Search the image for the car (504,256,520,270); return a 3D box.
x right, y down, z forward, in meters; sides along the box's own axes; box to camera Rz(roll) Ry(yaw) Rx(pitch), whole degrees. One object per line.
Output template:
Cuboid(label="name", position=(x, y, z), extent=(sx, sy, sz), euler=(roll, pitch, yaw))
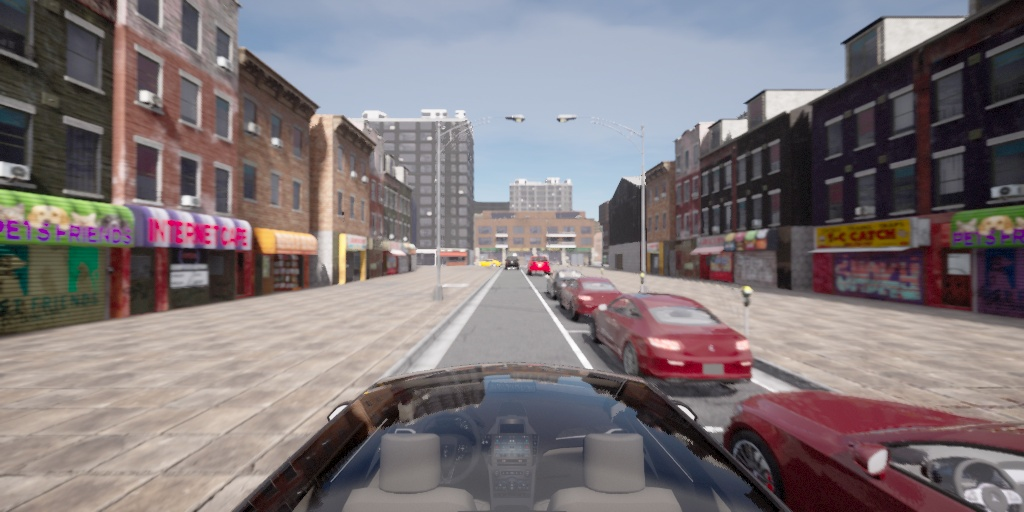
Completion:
Cuboid(label="car", position=(0.019, 1.039, 53.956), extent=(2.150, 2.045, 5.566), euler=(0, 0, 0))

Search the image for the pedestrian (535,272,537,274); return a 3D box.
Cuboid(label="pedestrian", position=(2.756, 1.465, 41.261), extent=(0.500, 1.100, 0.500), euler=(0, -1, 0))

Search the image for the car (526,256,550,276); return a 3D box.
Cuboid(label="car", position=(2.756, 1.011, 38.005), extent=(2.150, 2.045, 5.566), euler=(0, 0, 0))

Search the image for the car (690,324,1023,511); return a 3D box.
Cuboid(label="car", position=(2.638, 1.332, 1.349), extent=(1.802, 1.307, 4.207), euler=(0, 0, 0))

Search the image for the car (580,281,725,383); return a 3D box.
Cuboid(label="car", position=(2.639, 1.334, 6.786), extent=(1.802, 1.307, 4.207), euler=(0, 0, 0))

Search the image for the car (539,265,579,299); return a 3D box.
Cuboid(label="car", position=(2.640, 1.309, 17.661), extent=(2.007, 1.370, 4.403), euler=(0, 0, 0))

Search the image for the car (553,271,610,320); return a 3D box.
Cuboid(label="car", position=(2.640, 1.337, 12.224), extent=(1.802, 1.307, 4.207), euler=(0, 0, 0))
